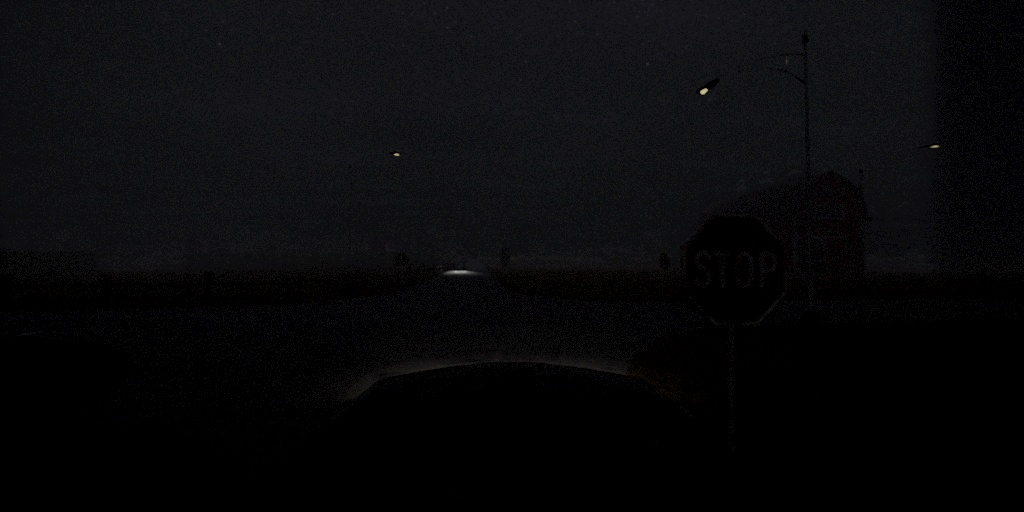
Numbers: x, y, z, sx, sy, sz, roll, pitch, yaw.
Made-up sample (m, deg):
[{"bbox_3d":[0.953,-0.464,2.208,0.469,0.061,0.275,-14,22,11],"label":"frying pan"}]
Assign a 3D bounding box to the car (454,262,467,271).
[{"bbox_3d":[-8.919,1.778,62.558,2.128,1.511,4.902,0,-1,-5],"label":"car"}]
